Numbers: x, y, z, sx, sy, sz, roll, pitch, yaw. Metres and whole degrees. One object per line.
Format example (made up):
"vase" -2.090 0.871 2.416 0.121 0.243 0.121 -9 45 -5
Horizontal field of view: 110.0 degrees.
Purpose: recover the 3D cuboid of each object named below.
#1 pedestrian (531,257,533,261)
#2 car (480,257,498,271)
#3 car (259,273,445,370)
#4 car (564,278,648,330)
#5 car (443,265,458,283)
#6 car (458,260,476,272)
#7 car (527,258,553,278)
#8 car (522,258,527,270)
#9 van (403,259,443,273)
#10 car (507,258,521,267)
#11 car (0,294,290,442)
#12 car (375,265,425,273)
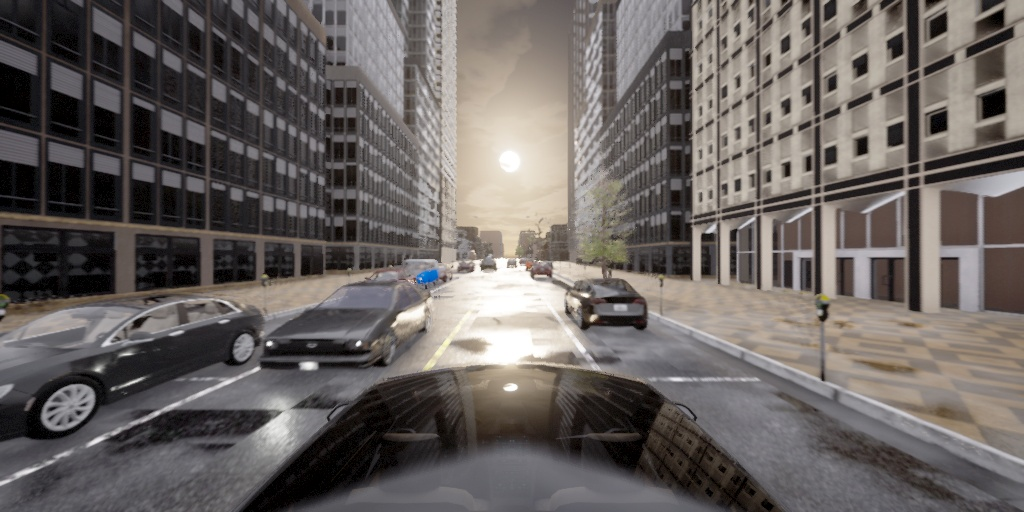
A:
"pedestrian" 2.994 1.037 54.852 0.375 1.860 0.375 0 0 -2
"car" -3.080 1.098 48.680 2.097 1.767 4.553 0 0 0
"car" -3.102 1.298 8.139 2.033 1.411 5.357 0 0 0
"car" 2.689 1.317 10.969 1.948 1.339 4.313 0 0 0
"car" -5.694 1.332 28.058 1.802 1.307 4.207 0 0 0
"car" -5.696 1.186 45.134 1.967 1.591 4.097 0 0 0
"car" 2.687 1.190 33.736 1.967 1.591 4.097 0 0 0
"car" 2.994 1.095 52.041 2.097 1.767 4.553 0 0 0
"van" -5.693 1.092 22.366 1.690 1.789 3.998 0 0 0
"car" -0.006 1.229 64.548 2.128 1.511 4.902 0 0 0
"car" -5.692 1.301 5.289 2.007 1.370 4.403 0 0 0
"car" -5.693 1.296 16.673 1.888 1.381 4.507 0 0 0
